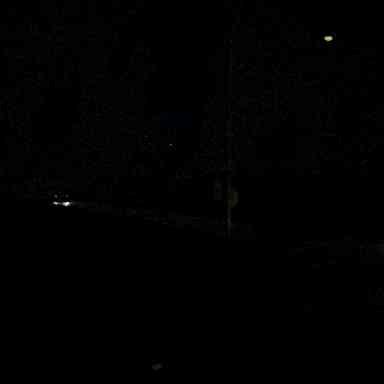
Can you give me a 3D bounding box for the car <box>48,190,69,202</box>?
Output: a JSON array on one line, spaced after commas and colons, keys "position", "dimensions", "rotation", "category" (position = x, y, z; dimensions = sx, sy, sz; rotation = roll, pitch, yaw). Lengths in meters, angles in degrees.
[{"position": [-19.737, 0.540, 49.239], "dimensions": [2.097, 1.767, 4.553], "rotation": [1, 0, -35], "category": "car"}]
